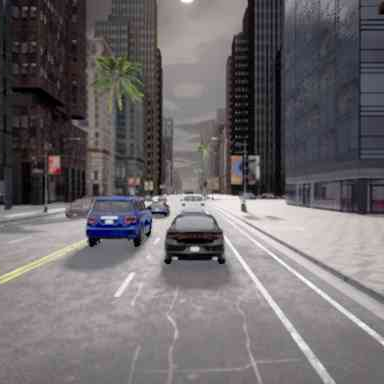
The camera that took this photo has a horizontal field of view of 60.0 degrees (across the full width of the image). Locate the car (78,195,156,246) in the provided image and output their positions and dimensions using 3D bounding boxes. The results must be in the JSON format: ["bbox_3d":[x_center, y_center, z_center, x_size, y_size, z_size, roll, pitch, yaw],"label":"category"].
[{"bbox_3d":[-3.152,1.227,15.364,2.150,2.045,5.566,0,0,0],"label":"car"}]

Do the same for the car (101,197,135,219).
[{"bbox_3d":[-6.599,1.365,30.289,2.097,1.767,4.553,0,0,0],"label":"car"}]

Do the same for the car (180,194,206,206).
[{"bbox_3d":[0.098,1.234,30.679,2.150,2.045,5.566,0,0,0],"label":"car"}]

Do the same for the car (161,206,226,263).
[{"bbox_3d":[0.092,1.482,12.010,1.882,1.535,5.008,0,0,0],"label":"car"}]

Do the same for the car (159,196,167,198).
[{"bbox_3d":[-6.503,1.519,72.947,1.812,1.442,4.674,0,0,0],"label":"car"}]

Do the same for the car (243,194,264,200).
[{"bbox_3d":[17.068,1.609,93.631,4.403,1.369,2.008,0,0,0],"label":"car"}]

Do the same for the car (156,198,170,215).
[{"bbox_3d":[-3.154,1.578,32.182,1.994,1.385,4.181,0,0,0],"label":"car"}]

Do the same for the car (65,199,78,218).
[{"bbox_3d":[-9.849,1.365,30.264,2.097,1.767,4.553,0,0,0],"label":"car"}]

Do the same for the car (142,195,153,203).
[{"bbox_3d":[-9.753,1.472,72.947,1.882,1.535,5.008,0,0,0],"label":"car"}]
